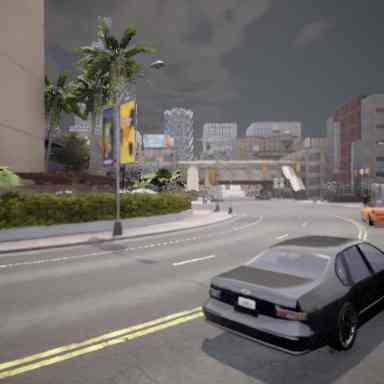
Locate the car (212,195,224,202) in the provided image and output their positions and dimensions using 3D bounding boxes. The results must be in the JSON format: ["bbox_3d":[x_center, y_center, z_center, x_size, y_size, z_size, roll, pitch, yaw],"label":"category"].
[{"bbox_3d":[6.778,1.748,81.687,2.097,1.535,5.008,0,0,1],"label":"car"}]

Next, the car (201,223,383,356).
[{"bbox_3d":[2.564,1.558,6.274,5.357,1.411,2.033,0,0,-44],"label":"car"}]

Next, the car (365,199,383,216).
[{"bbox_3d":[18.967,1.490,32.564,1.882,1.535,5.008,0,0,7],"label":"car"}]

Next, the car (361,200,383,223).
[{"bbox_3d":[13.426,1.364,23.655,2.097,1.767,4.553,-1,0,20],"label":"car"}]
